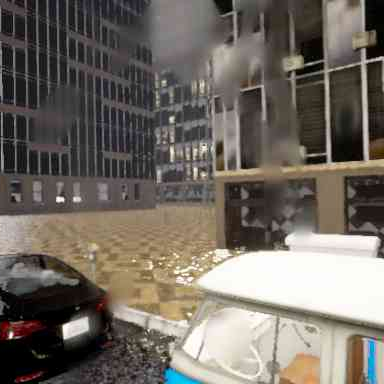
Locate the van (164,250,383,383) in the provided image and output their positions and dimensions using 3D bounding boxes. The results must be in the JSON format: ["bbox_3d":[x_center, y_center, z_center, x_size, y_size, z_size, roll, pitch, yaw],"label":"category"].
[{"bbox_3d":[1.626,1.339,1.698,3.998,1.788,1.690,0,-1,36],"label":"van"}]

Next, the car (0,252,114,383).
[{"bbox_3d":[-3.014,1.597,5.002,4.313,1.339,1.947,0,-1,36],"label":"car"}]
